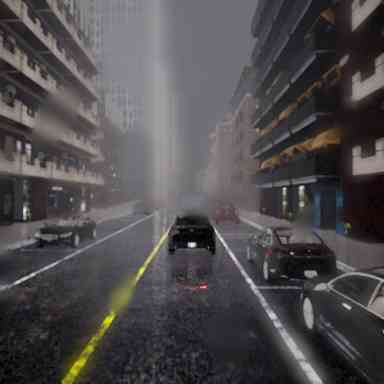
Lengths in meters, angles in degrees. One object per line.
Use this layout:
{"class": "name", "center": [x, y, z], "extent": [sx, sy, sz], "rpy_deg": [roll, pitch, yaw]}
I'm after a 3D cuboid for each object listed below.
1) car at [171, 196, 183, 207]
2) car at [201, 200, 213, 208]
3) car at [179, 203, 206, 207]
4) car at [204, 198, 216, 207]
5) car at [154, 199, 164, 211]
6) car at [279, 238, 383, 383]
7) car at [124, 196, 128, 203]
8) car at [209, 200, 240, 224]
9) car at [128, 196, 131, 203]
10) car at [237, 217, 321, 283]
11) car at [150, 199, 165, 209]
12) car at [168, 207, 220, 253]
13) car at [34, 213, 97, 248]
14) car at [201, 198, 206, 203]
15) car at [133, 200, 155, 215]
{"class": "car", "center": [-2.991, 1.862, 66.723], "extent": [2.150, 2.045, 5.566], "rpy_deg": [0, -1, 0]}
{"class": "car", "center": [2.701, 2.163, 60.892], "extent": [1.947, 1.339, 4.313], "rpy_deg": [0, -1, 0]}
{"class": "car", "center": [0.007, 1.882, 29.116], "extent": [1.895, 1.301, 4.718], "rpy_deg": [0, -1, 0]}
{"class": "car", "center": [2.698, 1.810, 38.164], "extent": [1.967, 1.590, 4.097], "rpy_deg": [0, -1, 0]}
{"class": "car", "center": [-5.681, 1.923, 49.528], "extent": [1.967, 1.590, 4.097], "rpy_deg": [0, -1, 0]}
{"class": "car", "center": [2.694, 1.591, 4.070], "extent": [2.008, 1.369, 4.403], "rpy_deg": [0, -1, 0]}
{"class": "car", "center": [-17.547, 1.743, 74.584], "extent": [5.009, 1.841, 2.192], "rpy_deg": [1, -2, 0]}
{"class": "car", "center": [2.696, 1.699, 26.799], "extent": [1.967, 1.590, 4.097], "rpy_deg": [0, -1, 0]}
{"class": "car", "center": [-17.680, 1.847, 82.961], "extent": [5.009, 1.841, 2.192], "rpy_deg": [1, -2, 0]}
{"class": "car", "center": [2.694, 1.645, 9.753], "extent": [2.008, 1.369, 4.403], "rpy_deg": [0, -1, 0]}
{"class": "car", "center": [-5.680, 1.980, 55.210], "extent": [1.967, 1.590, 4.097], "rpy_deg": [0, -1, 0]}
{"class": "car", "center": [0.007, 1.646, 14.313], "extent": [1.837, 1.490, 4.892], "rpy_deg": [0, 0, 0]}
{"class": "car", "center": [-5.685, 1.700, 15.434], "extent": [2.008, 1.369, 4.403], "rpy_deg": [0, -1, 0]}
{"class": "car", "center": [2.700, 1.797, 49.530], "extent": [2.192, 1.841, 5.009], "rpy_deg": [0, -1, 0]}
{"class": "car", "center": [-5.683, 1.952, 38.162], "extent": [1.802, 1.307, 4.206], "rpy_deg": [0, -1, 0]}
